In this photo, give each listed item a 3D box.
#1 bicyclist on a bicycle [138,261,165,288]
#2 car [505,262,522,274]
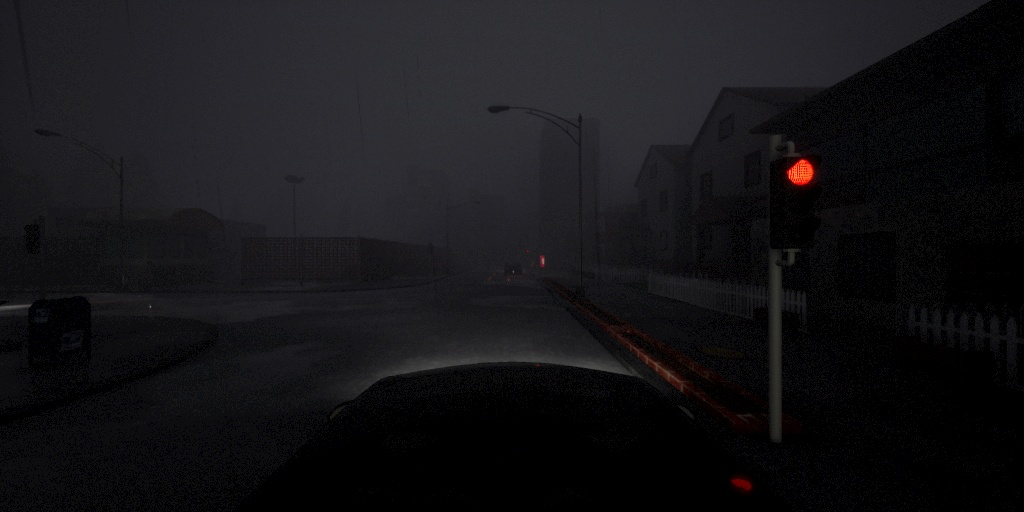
[{"bbox_3d":[-21.728,1.099,21.633,0.582,1.620,1.656,0,0,0],"label":"bicyclist on a bicycle"},{"bbox_3d":[0.135,1.351,40.547,1.895,1.301,4.718,0,0,0],"label":"car"}]
